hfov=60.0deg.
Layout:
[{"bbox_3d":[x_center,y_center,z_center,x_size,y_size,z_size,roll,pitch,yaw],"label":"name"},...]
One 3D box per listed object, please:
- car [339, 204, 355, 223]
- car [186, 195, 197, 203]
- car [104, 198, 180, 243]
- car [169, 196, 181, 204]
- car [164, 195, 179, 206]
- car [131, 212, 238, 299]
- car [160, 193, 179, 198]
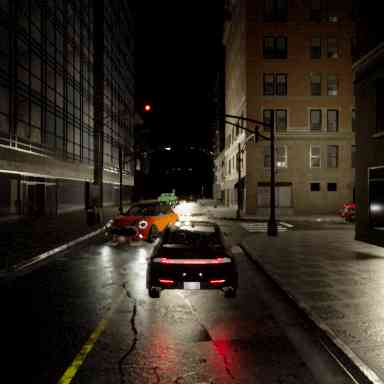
[{"bbox_3d":[13.229,1.178,23.048,5.566,2.045,2.150,0,0,-1],"label":"car"},{"bbox_3d":[-0.086,1.323,66.005,2.097,1.767,4.553,0,0,0],"label":"car"},{"bbox_3d":[-2.227,1.350,15.836,2.097,1.767,4.553,0,0,17],"label":"car"},{"bbox_3d":[-3.238,1.463,64.006,2.128,1.511,4.902,0,0,0],"label":"car"},{"bbox_3d":[-3.222,1.329,53.633,2.097,1.767,4.553,0,0,0],"label":"car"},{"bbox_3d":[0.022,1.492,8.476,2.128,1.511,4.902,0,0,1],"label":"car"},{"bbox_3d":[-3.200,1.204,43.730,2.150,2.045,5.566,0,0,1],"label":"car"}]
